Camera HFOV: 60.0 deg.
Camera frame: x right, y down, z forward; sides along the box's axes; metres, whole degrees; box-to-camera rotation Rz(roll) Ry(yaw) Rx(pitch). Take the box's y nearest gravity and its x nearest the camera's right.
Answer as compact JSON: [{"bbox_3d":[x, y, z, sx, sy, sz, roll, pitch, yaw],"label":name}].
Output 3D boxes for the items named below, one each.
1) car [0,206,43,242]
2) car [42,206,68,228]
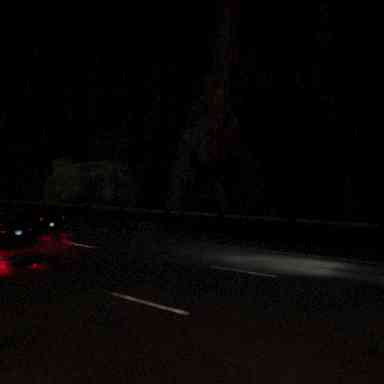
[{"bbox_3d":[-8.753,1.405,14.517,4.674,1.442,1.812,1,0,35],"label":"car"},{"bbox_3d":[-9.386,1.443,19.283,4.718,1.301,1.895,1,0,35],"label":"car"}]
